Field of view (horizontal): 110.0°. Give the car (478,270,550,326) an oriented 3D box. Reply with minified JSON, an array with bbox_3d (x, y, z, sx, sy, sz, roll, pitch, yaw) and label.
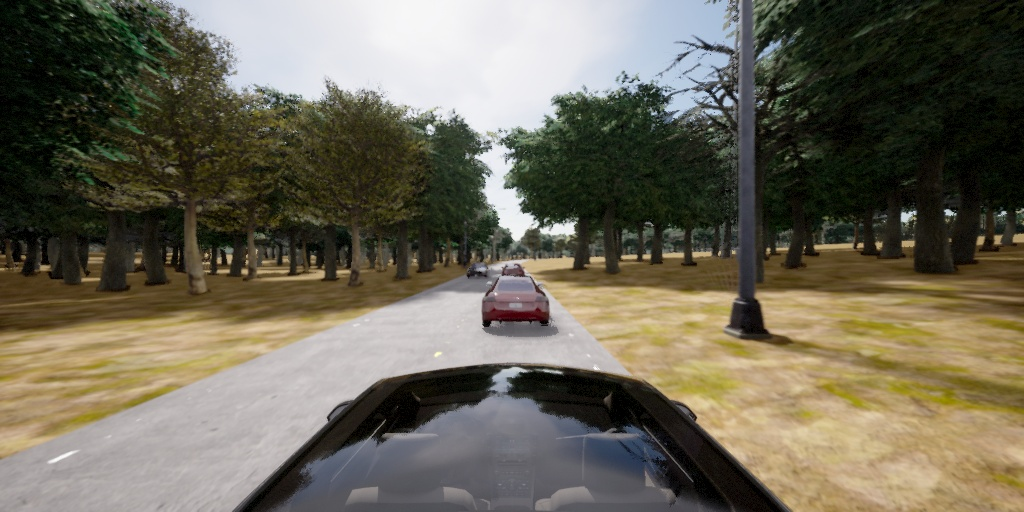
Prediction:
[{"bbox_3d":[0.099,1.316,11.768,1.994,1.385,4.181,0,0,0],"label":"car"}]

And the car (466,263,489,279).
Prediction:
[{"bbox_3d":[-3.087,1.320,33.471,2.033,1.411,5.357,0,0,0],"label":"car"}]

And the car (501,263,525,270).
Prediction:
[{"bbox_3d":[0.108,1.293,29.179,1.812,1.442,4.674,0,0,0],"label":"car"}]
